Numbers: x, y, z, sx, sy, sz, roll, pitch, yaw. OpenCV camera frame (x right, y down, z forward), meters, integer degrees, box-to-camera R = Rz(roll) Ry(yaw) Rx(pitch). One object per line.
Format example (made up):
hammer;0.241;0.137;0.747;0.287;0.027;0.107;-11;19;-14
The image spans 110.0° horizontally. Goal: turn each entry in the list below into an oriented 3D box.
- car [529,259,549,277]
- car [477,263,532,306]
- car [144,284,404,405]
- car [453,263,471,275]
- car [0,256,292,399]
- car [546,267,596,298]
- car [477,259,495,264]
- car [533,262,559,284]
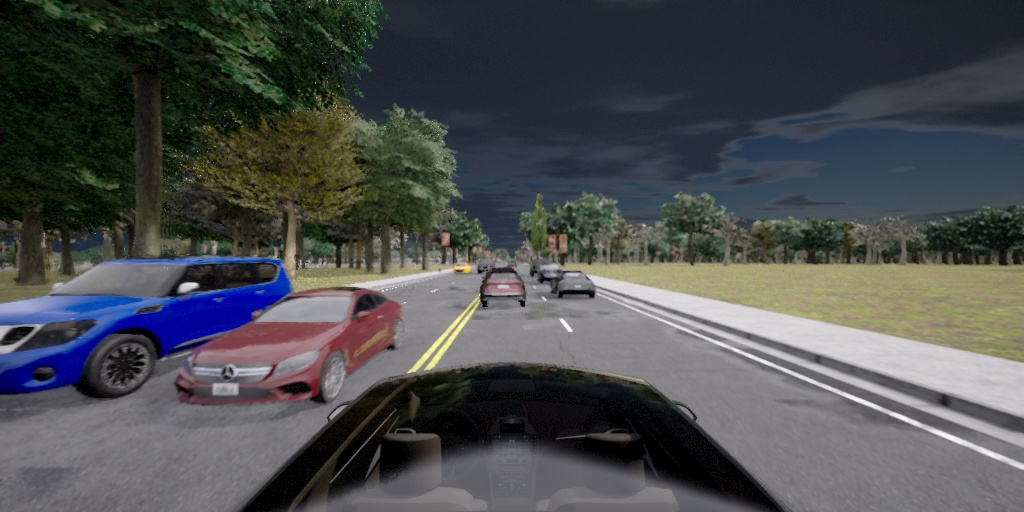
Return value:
car;3.230;1.341;41.676;2.150;2.045;5.566;0;-1;0
car;-0.418;1.316;16.643;2.033;1.649;4.856;0;0;-2
car;-3.353;1.319;6.520;1.812;1.442;4.674;0;-1;0
car;-6.611;1.657;47.857;1.882;1.535;5.008;0;-1;0
car;-6.602;1.018;6.914;2.150;2.045;5.566;0;0;0
car;3.241;1.477;19.643;1.994;1.385;4.181;0;-1;0
car;-3.365;1.398;47.798;2.150;2.045;5.566;0;0;0
car;3.236;1.519;30.673;2.163;1.488;4.792;0;-1;0
